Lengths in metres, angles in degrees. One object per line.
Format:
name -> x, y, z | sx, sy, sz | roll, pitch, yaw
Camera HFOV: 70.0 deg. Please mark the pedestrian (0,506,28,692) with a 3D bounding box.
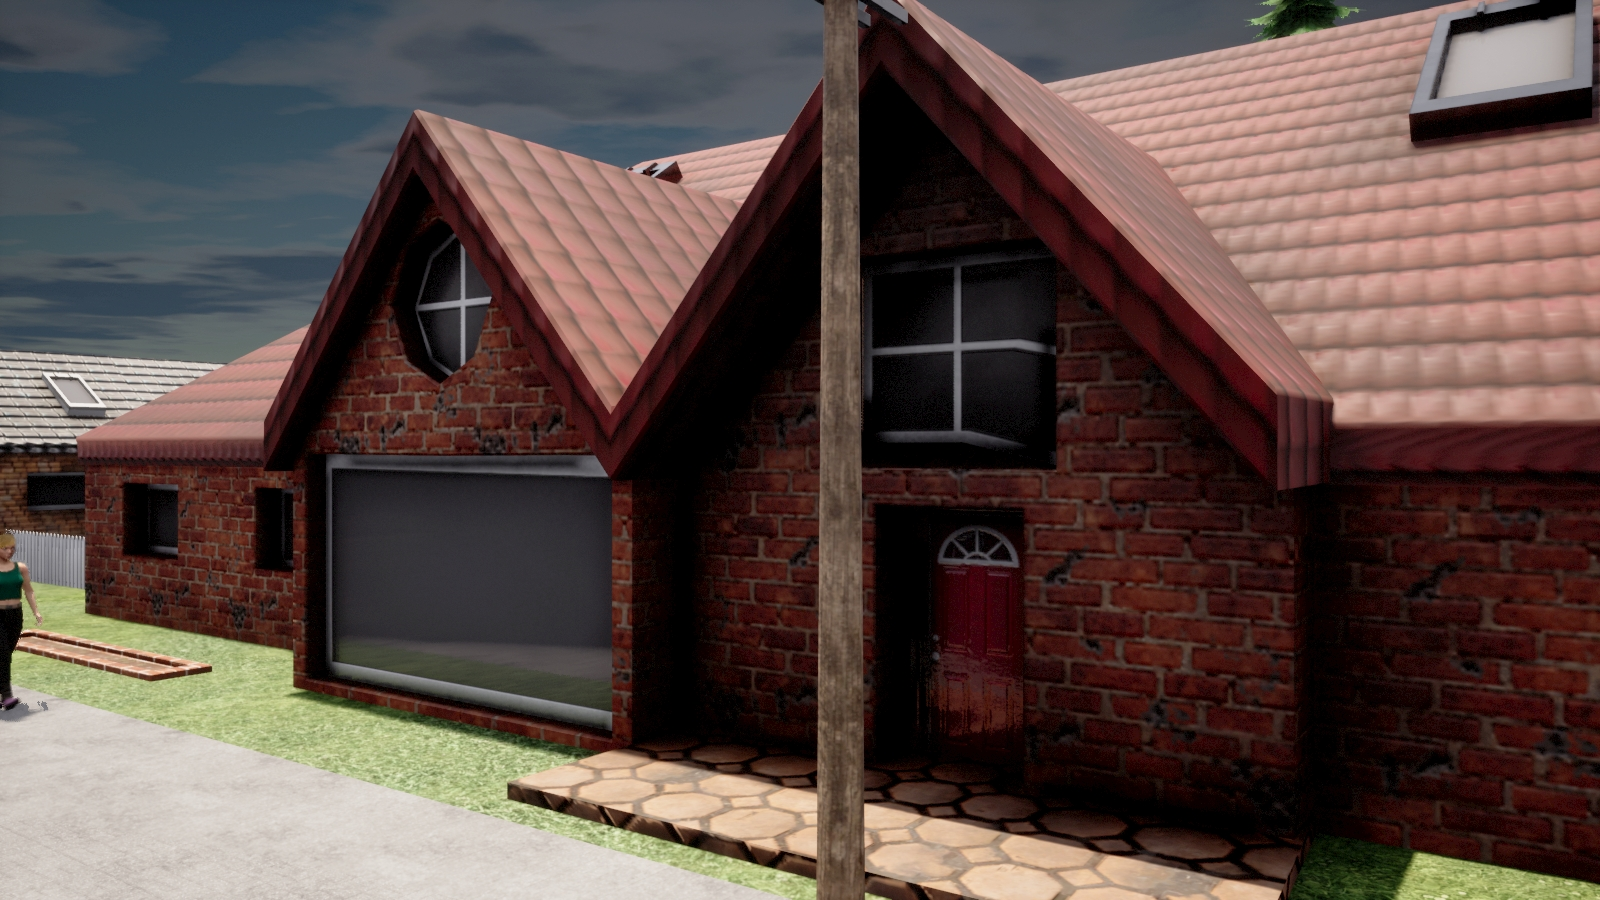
pedestrian -> -8.237, 1.524, 11.747 | 0.375, 1.860, 0.375 | 0, 0, 33
